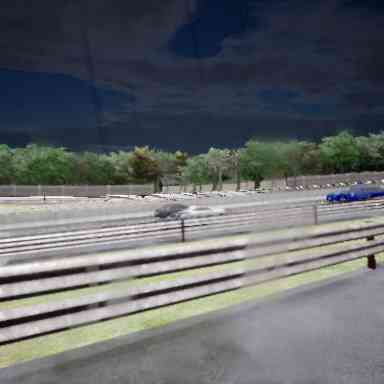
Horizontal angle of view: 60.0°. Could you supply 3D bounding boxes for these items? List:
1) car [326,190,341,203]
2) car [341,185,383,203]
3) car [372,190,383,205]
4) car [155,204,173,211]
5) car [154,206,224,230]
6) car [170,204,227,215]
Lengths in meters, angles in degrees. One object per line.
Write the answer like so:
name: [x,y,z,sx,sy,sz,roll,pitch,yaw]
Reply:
car: [18.707,0.467,40.619,5.008,1.535,1.882,-4,2,-22]
car: [20.022,0.237,37.373,5.566,2.045,2.150,-4,2,-22]
car: [21.329,0.656,34.130,4.718,1.301,1.895,-4,2,-22]
car: [-1.302,1.905,32.626,4.892,1.490,1.837,-4,2,-22]
car: [-0.339,2.198,25.474,4.718,1.301,1.895,-4,2,-22]
car: [0.832,1.917,29.710,4.674,1.442,1.812,-4,2,-22]
